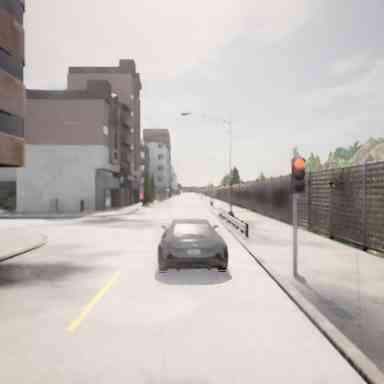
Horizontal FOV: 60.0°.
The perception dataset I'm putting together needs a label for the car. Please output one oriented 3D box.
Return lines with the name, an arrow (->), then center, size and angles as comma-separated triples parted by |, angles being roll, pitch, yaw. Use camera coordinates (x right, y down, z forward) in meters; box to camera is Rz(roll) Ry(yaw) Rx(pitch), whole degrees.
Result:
car -> -0.064, 1.520, 10.630 | 1.994, 1.385, 4.181 | 0, 0, -3
